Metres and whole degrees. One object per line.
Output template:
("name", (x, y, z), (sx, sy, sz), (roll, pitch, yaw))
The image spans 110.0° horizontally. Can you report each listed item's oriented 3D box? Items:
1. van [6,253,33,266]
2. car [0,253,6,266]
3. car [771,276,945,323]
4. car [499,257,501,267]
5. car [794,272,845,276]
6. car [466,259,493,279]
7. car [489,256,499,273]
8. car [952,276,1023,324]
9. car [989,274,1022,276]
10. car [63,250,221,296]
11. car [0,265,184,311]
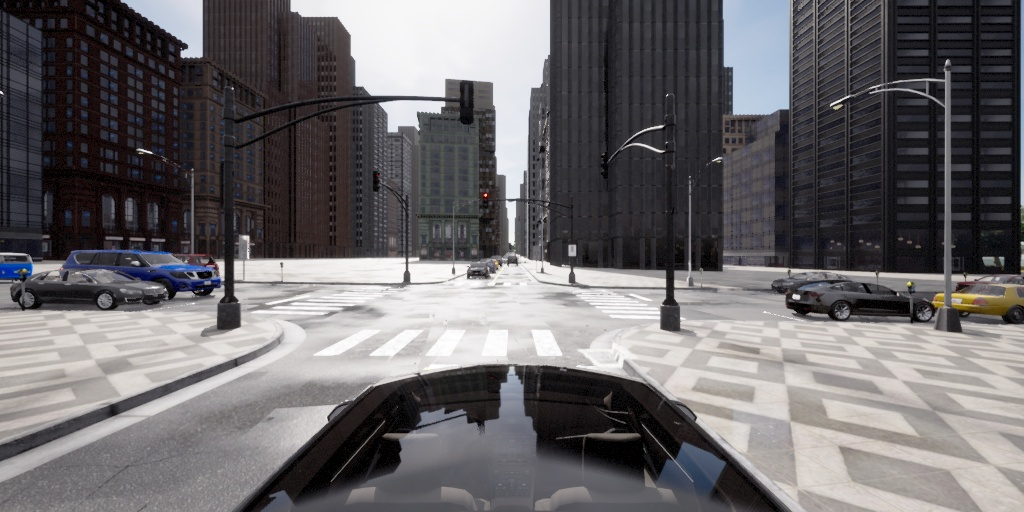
("van", (-31.118, 0.678, 21.192), (3.998, 1.789, 1.690), (0, 0, 0))
("car", (-26.187, 0.627, 15.415), (5.566, 2.045, 2.150), (1, 0, 0))
("car", (12.143, 1.523, 12.690), (4.313, 1.339, 1.948), (0, 0, 0))
("car", (-3.017, 1.224, 52.486), (1.882, 1.535, 5.008), (0, 0, 0))
("car", (17.808, 1.589, 21.206), (4.403, 1.370, 2.007), (0, 0, 0))
("car", (-3.055, 1.252, 33.235), (1.837, 1.490, 4.892), (0, 0, 0))
("car", (-3.038, 1.099, 42.288), (2.097, 1.767, 4.553), (0, 0, 0))
("car", (17.955, 1.570, 12.680), (4.829, 1.417, 1.751), (0, 0, 0))
("car", (29.094, 1.764, 21.187), (4.507, 1.381, 1.888), (0, 0, 0))
("car", (-15.823, 0.770, 15.396), (5.566, 2.045, 2.150), (1, 0, 0))
("car", (-14.765, 1.115, 12.639), (4.403, 1.370, 2.007), (0, 0, 0))
